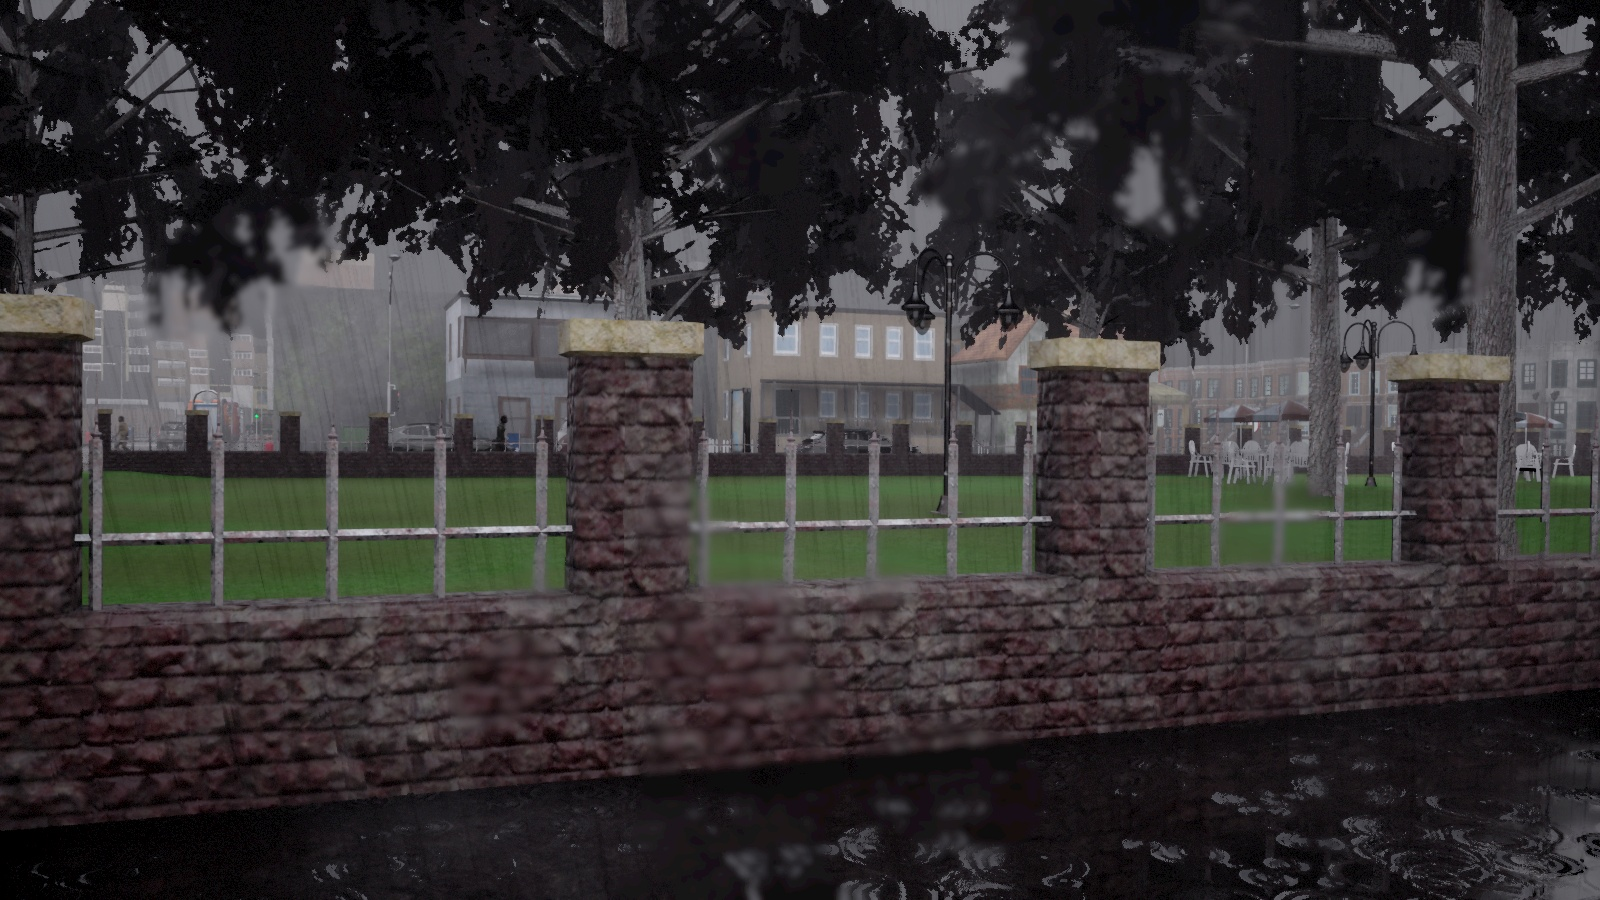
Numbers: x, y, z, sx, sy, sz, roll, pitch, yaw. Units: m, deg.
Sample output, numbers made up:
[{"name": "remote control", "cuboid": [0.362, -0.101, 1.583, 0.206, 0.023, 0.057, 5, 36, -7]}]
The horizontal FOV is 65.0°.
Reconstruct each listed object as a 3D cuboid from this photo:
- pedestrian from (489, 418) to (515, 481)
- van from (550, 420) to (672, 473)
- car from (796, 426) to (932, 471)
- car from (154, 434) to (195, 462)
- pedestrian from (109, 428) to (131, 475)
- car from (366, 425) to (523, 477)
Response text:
[{"name": "pedestrian", "cuboid": [-9.187, -0.023, 38.725, 0.692, 1.930, 0.395, -1, 1, -22]}, {"name": "van", "cuboid": [-7.425, -0.173, 49.389, 4.442, 1.987, 1.775, -1, 1, -21]}, {"name": "car", "cuboid": [2.491, -0.094, 48.876, 4.856, 1.649, 2.033, -1, 1, -21]}, {"name": "car", "cuboid": [-38.264, -0.142, 76.911, 1.851, 1.617, 3.988, -1, 1, -21]}, {"name": "pedestrian", "cuboid": [-28.204, 0.050, 52.097, 0.692, 1.930, 0.396, -1, 1, -41]}, {"name": "car", "cuboid": [-12.252, 0.005, 43.251, 5.027, 1.651, 2.152, -1, 1, -21]}]
